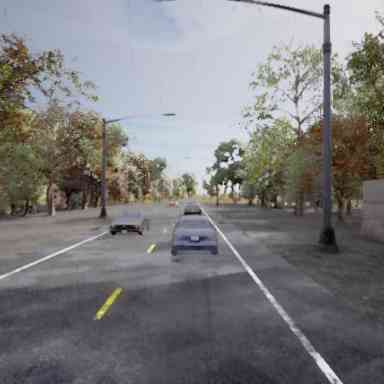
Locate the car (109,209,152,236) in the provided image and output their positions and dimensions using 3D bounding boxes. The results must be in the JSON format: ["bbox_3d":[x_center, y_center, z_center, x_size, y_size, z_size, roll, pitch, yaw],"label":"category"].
[{"bbox_3d":[-3.602,1.784,20.401,2.033,1.411,5.357,0,-1,0],"label":"car"}]

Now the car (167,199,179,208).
[{"bbox_3d":[-3.533,2.035,61.672,2.097,1.767,4.553,0,-1,0],"label":"car"}]

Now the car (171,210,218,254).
[{"bbox_3d":[0.101,1.726,14.315,2.033,1.411,5.357,0,-1,0],"label":"car"}]

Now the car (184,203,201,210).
[{"bbox_3d":[0.096,2.013,38.820,1.994,1.385,4.181,0,-1,0],"label":"car"}]
